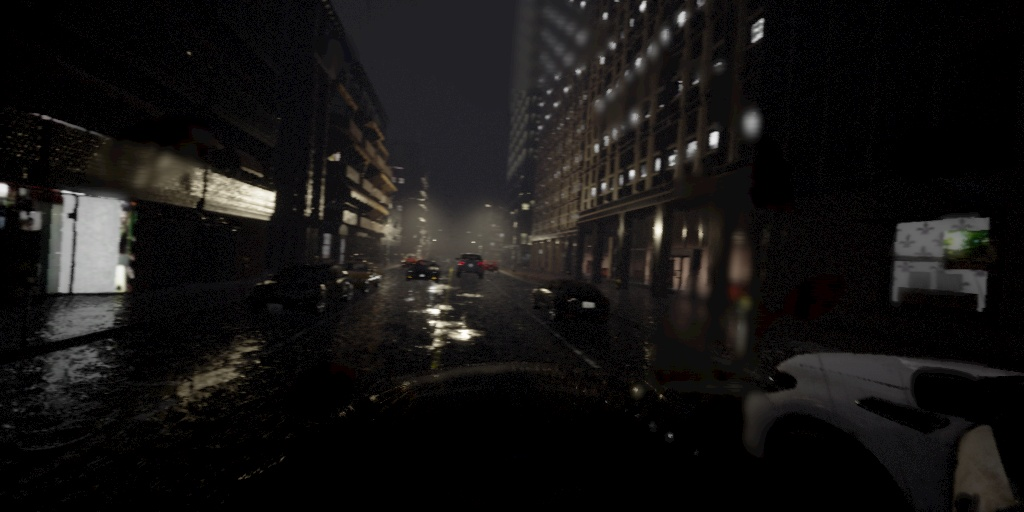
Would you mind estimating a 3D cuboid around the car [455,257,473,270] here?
[{"bbox_3d":[-6.149,0.944,45.867,2.033,1.411,5.357,4,0,-9],"label":"car"}]

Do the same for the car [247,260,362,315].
[{"bbox_3d":[-6.379,0.904,11.245,1.948,1.339,4.313,0,0,-9],"label":"car"}]

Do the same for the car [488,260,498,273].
[{"bbox_3d":[-2.625,1.167,40.463,1.888,1.381,4.507,0,0,-9],"label":"car"}]

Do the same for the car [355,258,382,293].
[{"bbox_3d":[-7.252,0.811,16.653,1.751,1.417,4.829,0,0,-9],"label":"car"}]

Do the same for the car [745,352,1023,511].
[{"bbox_3d":[3.526,1.201,0.931,2.150,2.045,5.566,4,0,-9],"label":"car"}]

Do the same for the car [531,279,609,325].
[{"bbox_3d":[1.877,1.450,12.583,1.948,1.339,4.313,0,0,-9],"label":"car"}]

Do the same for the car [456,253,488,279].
[{"bbox_3d":[-3.666,0.761,31.058,2.150,2.045,5.566,4,0,-9],"label":"car"}]

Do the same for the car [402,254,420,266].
[{"bbox_3d":[-10.880,0.516,39.125,1.967,1.591,4.097,0,0,-9],"label":"car"}]

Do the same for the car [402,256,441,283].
[{"bbox_3d":[-5.674,0.961,23.423,1.994,1.385,4.181,4,0,-9],"label":"car"}]
